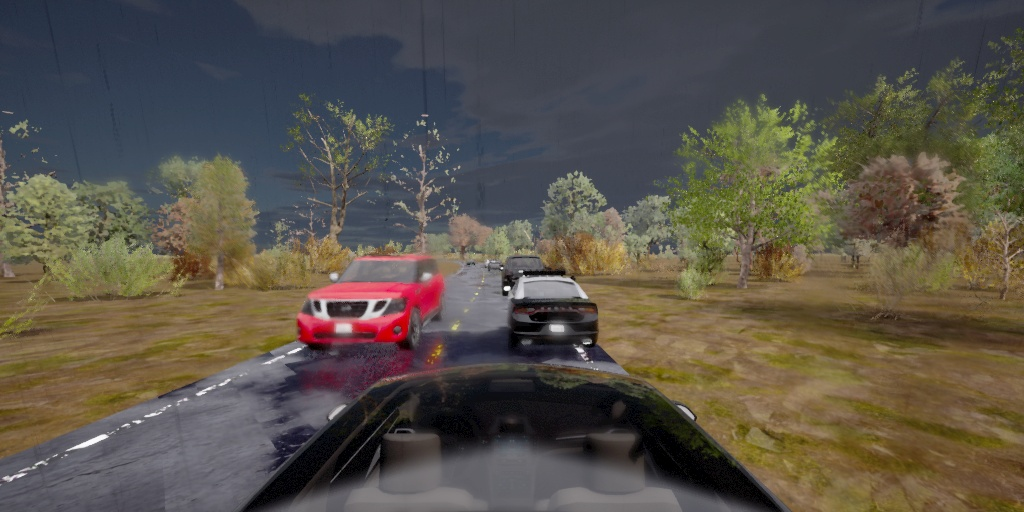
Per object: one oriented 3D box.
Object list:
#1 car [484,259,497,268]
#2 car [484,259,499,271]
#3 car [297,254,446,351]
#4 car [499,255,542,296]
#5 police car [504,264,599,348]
[{"bbox_3d":[-3.595,1.278,59.848,1.812,1.442,4.674,0,0,-8],"label":"car"},{"bbox_3d":[-2.314,1.240,48.050,2.128,1.511,4.902,0,0,-5],"label":"car"},{"bbox_3d":[-3.127,0.971,9.317,2.150,2.045,5.566,0,0,-1],"label":"car"},{"bbox_3d":[0.531,0.972,19.363,2.150,2.045,5.566,0,0,-2],"label":"car"},{"bbox_3d":[0.820,1.174,9.399,1.930,1.638,5.238,0,0,-1],"label":"police car"}]
